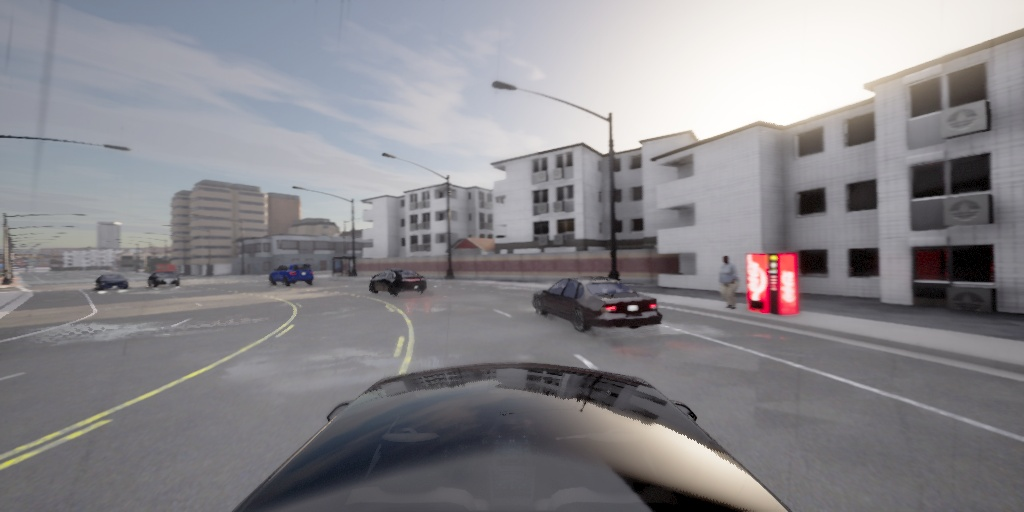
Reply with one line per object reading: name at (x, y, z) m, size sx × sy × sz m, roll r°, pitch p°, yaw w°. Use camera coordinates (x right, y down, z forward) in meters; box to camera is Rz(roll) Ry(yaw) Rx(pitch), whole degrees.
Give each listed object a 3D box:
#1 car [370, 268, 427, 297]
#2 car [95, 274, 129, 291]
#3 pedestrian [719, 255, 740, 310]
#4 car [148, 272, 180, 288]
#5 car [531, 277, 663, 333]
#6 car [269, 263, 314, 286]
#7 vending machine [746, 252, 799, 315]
car at (-7.010, 1.593, 21.830) m, size 2.128 × 1.511 × 4.902 m, roll 0°, pitch -1°, yaw -43°
car at (-36.991, 2.390, 33.112) m, size 5.357 × 1.411 × 2.033 m, roll -2°, pitch -1°, yaw 38°
pedestrian at (7.192, 0.849, 11.925) m, size 0.375 × 1.860 × 0.375 m, roll -1°, pitch -1°, yaw -15°
car at (-34.830, 2.315, 35.865) m, size 4.902 × 1.511 × 2.128 m, roll -2°, pitch -1°, yaw 38°
car at (2.249, 1.348, 11.105) m, size 2.033 × 1.411 × 5.357 m, roll -1°, pitch -1°, yaw -16°
car at (-20.741, 1.731, 33.711) m, size 5.566 × 2.045 × 2.150 m, roll -1°, pitch -1°, yaw 38°
vending machine at (8.257, 0.876, 11.370) m, size 1.100 × 2.100 × 0.880 m, roll 0°, pitch 0°, yaw -14°
